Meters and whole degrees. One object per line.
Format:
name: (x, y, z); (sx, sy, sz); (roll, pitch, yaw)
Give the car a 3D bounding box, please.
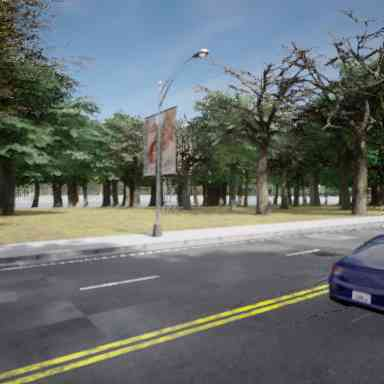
car: (4.630, 1.552, 6.746); (4.674, 1.442, 1.812); (0, 0, -35)
